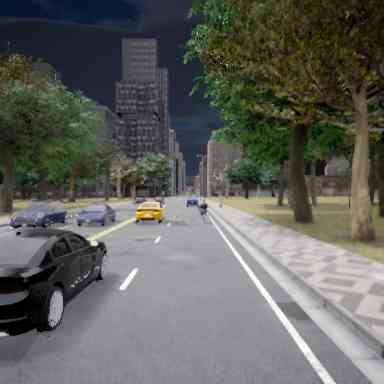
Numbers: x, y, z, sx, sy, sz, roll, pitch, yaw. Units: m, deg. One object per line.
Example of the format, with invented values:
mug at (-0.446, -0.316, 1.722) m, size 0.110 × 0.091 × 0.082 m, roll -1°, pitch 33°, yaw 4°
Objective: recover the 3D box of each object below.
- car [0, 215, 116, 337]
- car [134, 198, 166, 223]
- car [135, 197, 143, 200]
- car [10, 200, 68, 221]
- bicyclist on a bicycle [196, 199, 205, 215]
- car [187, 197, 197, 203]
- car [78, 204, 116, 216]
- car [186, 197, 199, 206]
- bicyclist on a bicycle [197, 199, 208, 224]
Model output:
car at (-3.152, 1.484, 6.862) m, size 1.882 × 1.535 × 5.008 m, roll 0°, pitch 0°, yaw 0°
car at (-3.153, 1.515, 26.009) m, size 1.882 × 1.535 × 5.008 m, roll 0°, pitch 0°, yaw 0°
car at (-9.770, 1.713, 62.978) m, size 1.994 × 1.385 × 4.181 m, roll 0°, pitch 0°, yaw 0°
car at (-9.850, 1.381, 21.778) m, size 2.097 × 1.767 × 4.553 m, roll 0°, pitch 0°, yaw 0°
bicyclist on a bicycle at (0.891, 1.491, 33.520) m, size 0.866 × 1.612 × 1.509 m, roll 0°, pitch 0°, yaw 0°
car at (-0.006, 1.755, 74.065) m, size 1.994 × 1.385 × 4.181 m, roll 0°, pitch 0°, yaw 0°
car at (-6.600, 1.558, 23.440) m, size 1.812 × 1.442 × 4.674 m, roll 0°, pitch 0°, yaw 0°
car at (0.090, 1.605, 56.210) m, size 1.882 × 1.535 × 5.008 m, roll 0°, pitch 0°, yaw 0°
bicyclist on a bicycle at (0.891, 1.405, 24.262) m, size 0.659 × 1.776 × 1.843 m, roll 0°, pitch 0°, yaw 0°
